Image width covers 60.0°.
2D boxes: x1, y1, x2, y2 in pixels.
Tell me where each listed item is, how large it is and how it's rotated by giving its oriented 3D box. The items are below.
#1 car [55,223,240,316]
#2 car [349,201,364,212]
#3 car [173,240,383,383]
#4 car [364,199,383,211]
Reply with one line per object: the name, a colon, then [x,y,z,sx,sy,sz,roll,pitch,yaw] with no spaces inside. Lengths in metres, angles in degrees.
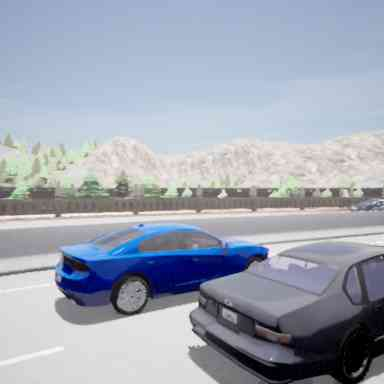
car: [-0.376,1.444,7.499,5.008,1.535,1.882,0,0,-33]
car: [17.149,1.418,31.262,4.902,1.511,2.128,0,0,-17]
car: [2.584,1.532,5.317,5.357,1.411,2.033,0,0,-32]
car: [17.180,1.446,27.615,4.892,1.490,1.837,0,0,-18]
